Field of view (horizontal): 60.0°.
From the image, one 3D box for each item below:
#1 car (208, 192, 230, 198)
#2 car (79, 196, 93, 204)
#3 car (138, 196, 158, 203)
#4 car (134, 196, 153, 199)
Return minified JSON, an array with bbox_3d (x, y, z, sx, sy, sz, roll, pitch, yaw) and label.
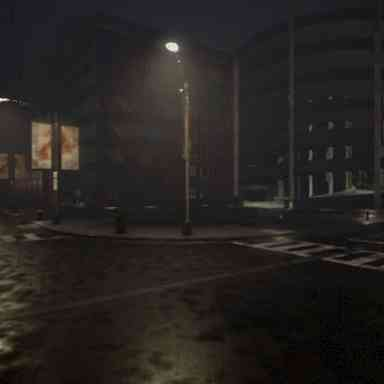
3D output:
[{"bbox_3d":[5.930,0.935,76.017,2.435,2.045,5.566,0,0,-36],"label":"car"},{"bbox_3d":[-18.234,1.375,58.067,2.161,1.482,4.786,0,0,-36],"label":"car"},{"bbox_3d":[-8.584,1.403,64.518,1.895,1.301,4.718,0,0,-36],"label":"car"},{"bbox_3d":[-7.756,1.275,50.586,2.002,1.452,4.674,0,0,-36],"label":"car"}]
